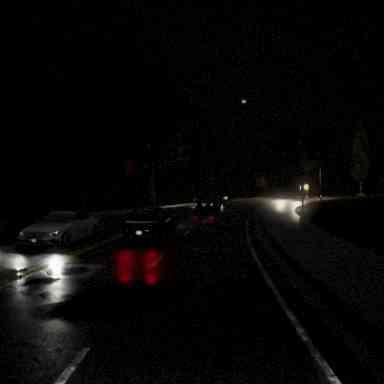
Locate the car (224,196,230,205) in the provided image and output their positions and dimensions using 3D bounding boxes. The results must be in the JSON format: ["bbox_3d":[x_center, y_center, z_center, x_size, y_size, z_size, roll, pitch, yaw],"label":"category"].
[{"bbox_3d":[4.755,1.429,54.350,2.128,1.511,4.902,-1,0,23],"label":"car"}]

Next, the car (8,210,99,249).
[{"bbox_3d":[-5.633,1.530,14.677,1.812,1.442,4.674,0,0,7],"label":"car"}]

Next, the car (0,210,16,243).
[{"bbox_3d":[-8.722,1.572,16.084,1.994,1.385,4.181,0,0,7],"label":"car"}]

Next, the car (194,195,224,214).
[{"bbox_3d":[1.703,1.335,34.923,2.097,1.767,4.553,0,0,15],"label":"car"}]

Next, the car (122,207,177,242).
[{"bbox_3d":[-1.951,1.494,16.421,2.128,1.511,4.902,0,0,7],"label":"car"}]

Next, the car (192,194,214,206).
[{"bbox_3d":[1.960,1.311,56.069,2.097,1.767,4.553,0,0,24],"label":"car"}]

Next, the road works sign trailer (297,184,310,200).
[{"bbox_3d":[26.741,-0.034,79.359,2.380,3.560,2.880,-1,0,40],"label":"road works sign trailer"}]
